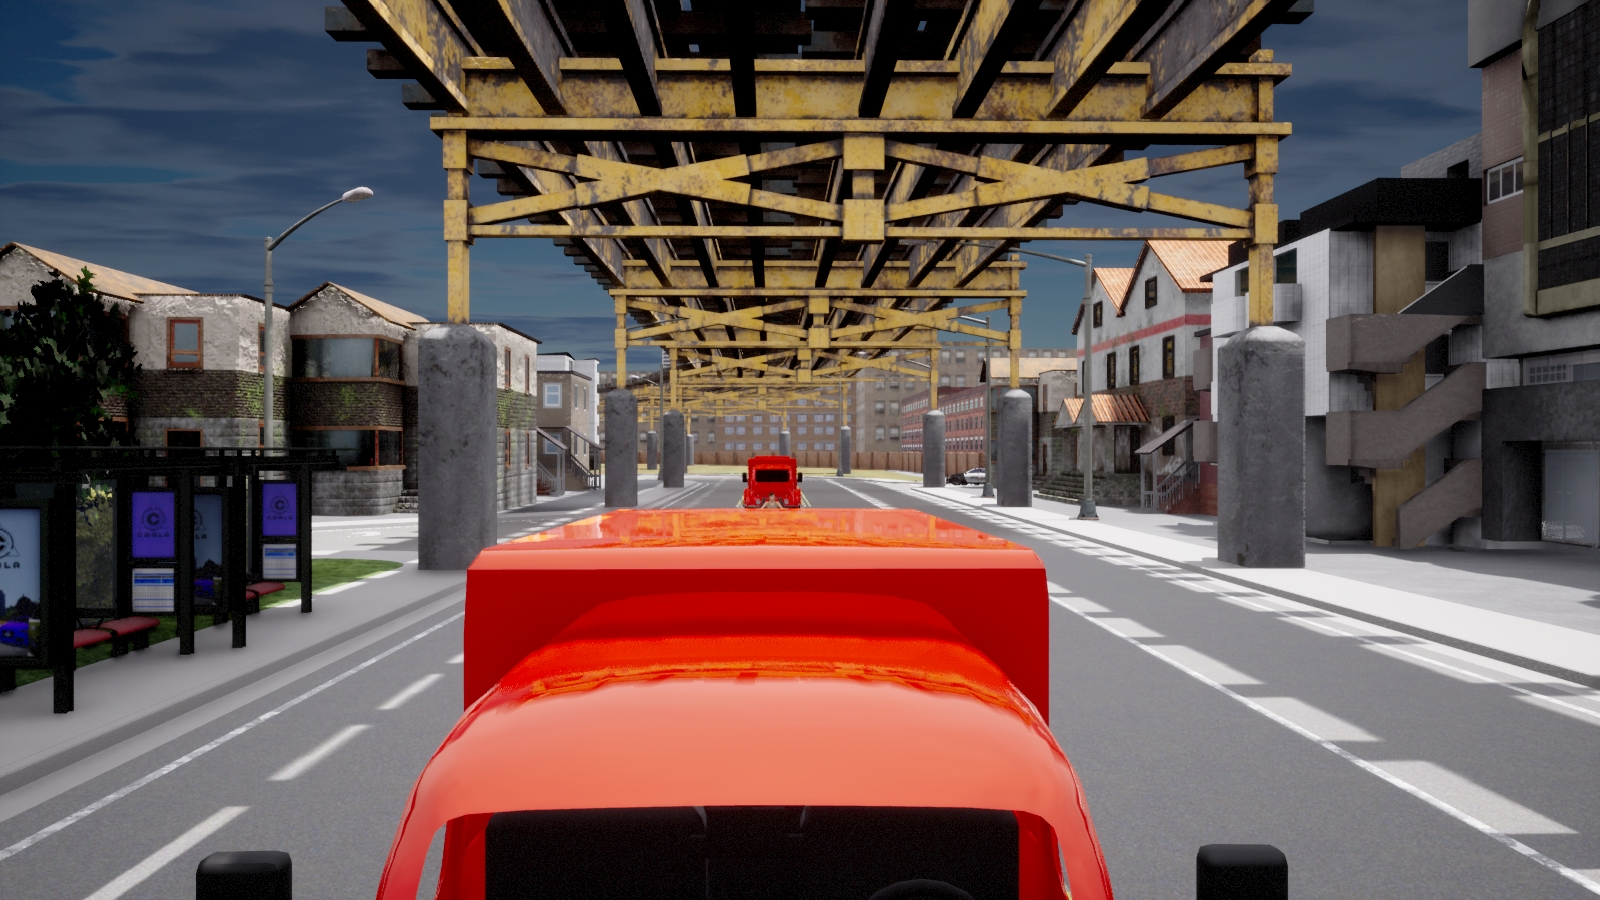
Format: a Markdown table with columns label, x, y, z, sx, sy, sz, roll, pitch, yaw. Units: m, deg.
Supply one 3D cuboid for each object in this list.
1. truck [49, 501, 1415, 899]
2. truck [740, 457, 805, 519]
| label | x | y | z | sx | sy | sz | roll | pitch | yaw |
| --- | --- | --- | --- | --- | --- | --- | --- | --- | --- |
| truck | -0.167 | 1.568 | 4.802 | 2.627 | 2.467 | 5.204 | 0 | 0 | -1 |
| truck | -1.188 | 1.568 | 48.930 | 2.627 | 2.467 | 5.204 | 0 | 0 | -1 |
